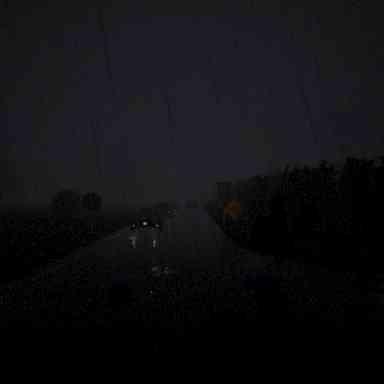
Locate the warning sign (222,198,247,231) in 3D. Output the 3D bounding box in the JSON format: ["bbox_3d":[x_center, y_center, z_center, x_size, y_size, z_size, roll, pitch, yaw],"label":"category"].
[{"bbox_3d":[2.457,1.258,19.188,1.300,1.860,1.060,0,-1,0],"label":"warning sign"}]

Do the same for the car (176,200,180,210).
[{"bbox_3d":[-2.794,1.810,48.143,1.882,1.535,5.008,0,-1,0],"label":"car"}]

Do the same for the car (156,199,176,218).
[{"bbox_3d":[-2.834,1.739,32.750,1.837,1.490,4.892,0,1,0],"label":"car"}]

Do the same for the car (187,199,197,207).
[{"bbox_3d":[0.028,2.007,61.666,1.895,1.301,4.718,0,0,0],"label":"car"}]

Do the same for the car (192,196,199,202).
[{"bbox_3d":[0.943,1.910,94.146,2.097,1.767,4.553,0,0,1],"label":"car"}]

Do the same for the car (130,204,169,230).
[{"bbox_3d":[-2.842,1.728,22.089,1.994,1.385,4.181,0,0,0],"label":"car"}]

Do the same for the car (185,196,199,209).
[{"bbox_3d":[0.024,1.703,51.593,2.097,1.767,4.553,0,0,0],"label":"car"}]
